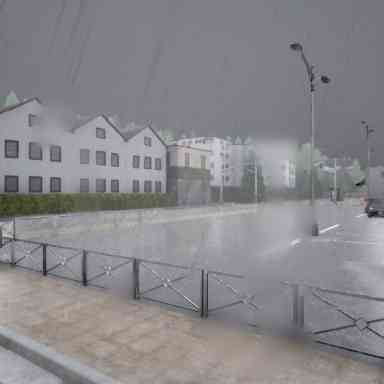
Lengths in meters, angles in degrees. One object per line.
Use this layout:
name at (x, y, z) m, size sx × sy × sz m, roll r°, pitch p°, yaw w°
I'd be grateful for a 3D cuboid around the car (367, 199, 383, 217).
car at (15.439, 1.298, 26.800) m, size 2.007 × 1.523 × 4.514 m, roll 0°, pitch 0°, yaw 35°
